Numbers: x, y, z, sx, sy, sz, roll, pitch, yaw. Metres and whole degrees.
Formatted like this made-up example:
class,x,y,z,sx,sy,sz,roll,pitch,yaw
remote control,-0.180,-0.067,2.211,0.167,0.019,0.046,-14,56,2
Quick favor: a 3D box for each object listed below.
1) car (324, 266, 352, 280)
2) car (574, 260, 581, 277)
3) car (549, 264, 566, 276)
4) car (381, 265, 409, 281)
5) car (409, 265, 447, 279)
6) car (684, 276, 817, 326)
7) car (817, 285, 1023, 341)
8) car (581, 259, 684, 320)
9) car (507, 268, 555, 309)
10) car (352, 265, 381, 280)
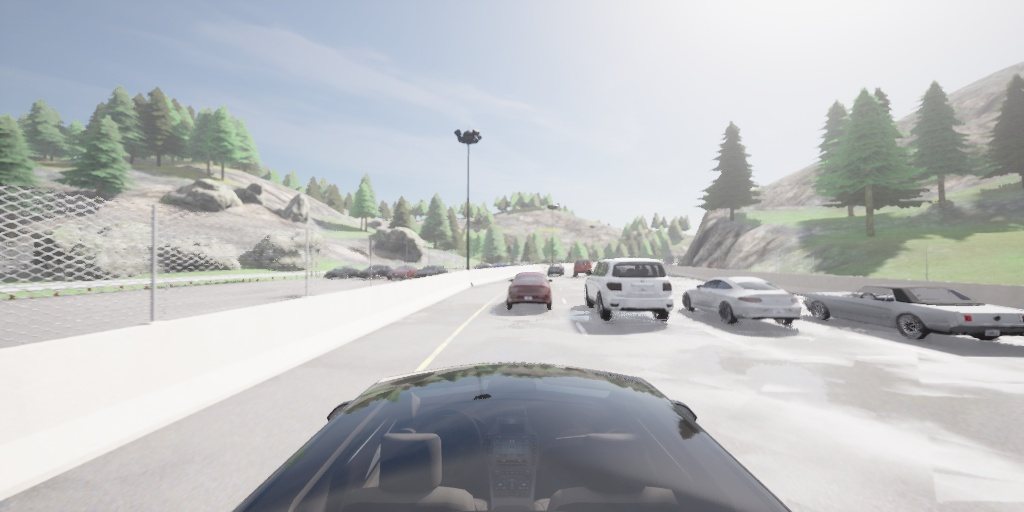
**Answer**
class,x,y,z,sx,sy,sz,roll,pitch,yaw
car,-17.659,1.740,37.675,1.994,1.385,4.181,0,-1,10
car,8.997,1.503,44.883,2.150,2.045,5.566,0,-1,14
car,5.773,1.788,46.215,2.128,1.511,4.902,0,-1,14
car,-10.831,1.688,36.125,1.812,1.442,4.674,0,-1,10
car,-7.639,1.645,34.101,1.837,1.490,4.892,0,-1,10
car,7.557,1.410,12.251,1.812,1.442,4.674,0,-1,4
car,10.935,1.464,10.276,1.895,1.301,4.718,0,-1,3
car,4.110,1.119,13.424,2.150,2.045,5.566,0,0,4
car,0.816,1.449,15.853,1.812,1.442,4.674,0,-1,5
car,-14.129,1.682,37.550,1.837,1.490,4.892,0,-1,10
